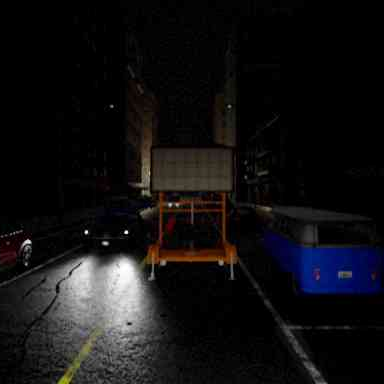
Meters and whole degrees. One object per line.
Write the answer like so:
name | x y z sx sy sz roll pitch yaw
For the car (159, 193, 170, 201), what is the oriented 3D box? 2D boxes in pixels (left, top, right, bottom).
car | -5.601 1.090 68.587 1.967 1.590 4.097 0 0 0

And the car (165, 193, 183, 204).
car | -3.014 1.254 56.800 2.033 1.411 5.357 0 0 0

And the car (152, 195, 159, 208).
car | -5.628 1.350 41.081 1.947 1.339 4.313 0 0 0

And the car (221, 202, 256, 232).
car | 2.876 1.480 19.067 1.802 1.307 4.206 0 0 0

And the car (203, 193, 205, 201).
car | 2.903 1.197 46.573 1.967 1.590 4.097 0 0 0

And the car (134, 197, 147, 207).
car | -5.639 1.391 30.078 2.008 1.369 4.403 0 0 0

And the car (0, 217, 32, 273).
car | -5.661 1.396 8.072 1.967 1.590 4.097 0 0 0

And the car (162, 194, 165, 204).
car | -5.611 1.268 57.584 1.947 1.339 4.313 0 0 0

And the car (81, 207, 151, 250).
car | -3.086 1.525 14.130 1.895 1.301 4.718 0 0 0

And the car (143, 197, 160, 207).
car | -5.622 1.338 46.582 1.802 1.307 4.206 0 0 0

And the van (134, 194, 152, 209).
van | -5.634 1.153 35.578 1.690 1.788 3.998 0 0 0

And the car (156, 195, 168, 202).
car | -5.606 1.258 63.086 1.802 1.307 4.206 0 0 0

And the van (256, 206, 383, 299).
van | 2.864 1.297 8.063 1.690 1.788 3.998 0 0 0

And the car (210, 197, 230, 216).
car | 2.887 1.422 30.069 1.802 1.307 4.206 0 0 0

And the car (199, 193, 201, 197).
car | 2.925 1.215 68.578 1.947 1.339 4.313 0 0 0

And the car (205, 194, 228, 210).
car | 2.892 1.127 35.569 2.192 1.841 5.009 0 0 0

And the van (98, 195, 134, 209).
van | -5.645 1.210 24.577 1.690 1.788 3.998 0 0 0

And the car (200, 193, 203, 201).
car | 2.914 1.253 57.576 2.008 1.369 4.403 0 0 0

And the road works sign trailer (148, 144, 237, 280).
road works sign trailer | 0.010 0.412 9.740 2.380 3.560 2.880 0 0 0
